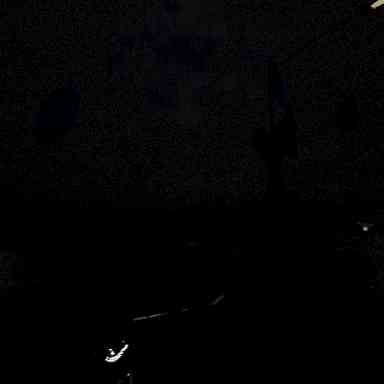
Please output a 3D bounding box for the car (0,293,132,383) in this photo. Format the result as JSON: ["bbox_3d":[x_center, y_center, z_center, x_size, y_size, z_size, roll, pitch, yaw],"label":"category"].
[{"bbox_3d":[-2.957,1.502,2.813,4.892,1.490,1.837,0,0,-27],"label":"car"}]

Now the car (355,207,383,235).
[{"bbox_3d":[10.912,1.550,17.887,4.902,1.511,2.128,-1,1,-27],"label":"car"}]
